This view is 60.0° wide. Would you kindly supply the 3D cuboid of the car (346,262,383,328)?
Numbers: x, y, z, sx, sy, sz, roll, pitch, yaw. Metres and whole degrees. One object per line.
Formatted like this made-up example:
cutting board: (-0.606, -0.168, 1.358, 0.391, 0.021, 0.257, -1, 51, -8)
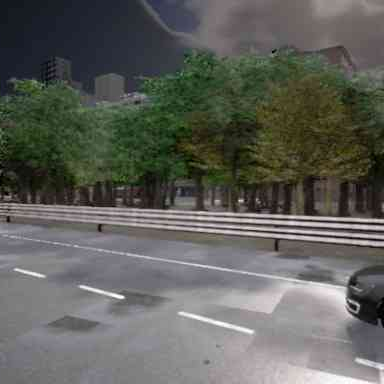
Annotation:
car: (4.855, 1.506, 4.704, 4.892, 1.490, 1.837, 0, 0, 36)
